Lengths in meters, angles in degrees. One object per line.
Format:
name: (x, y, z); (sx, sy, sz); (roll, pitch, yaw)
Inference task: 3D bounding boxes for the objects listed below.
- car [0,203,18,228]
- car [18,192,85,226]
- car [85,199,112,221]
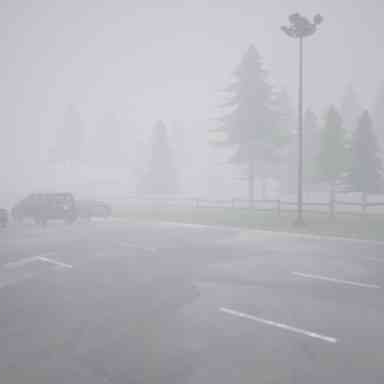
car: (-12.505, 1.303, 19.515); (4.902, 1.511, 2.128); (1, 1, 40)
car: (-9.630, 1.029, 21.676); (5.566, 2.045, 2.150); (1, 1, 40)
car: (-8.031, 1.283, 24.897); (4.902, 1.511, 2.128); (1, 1, 40)
